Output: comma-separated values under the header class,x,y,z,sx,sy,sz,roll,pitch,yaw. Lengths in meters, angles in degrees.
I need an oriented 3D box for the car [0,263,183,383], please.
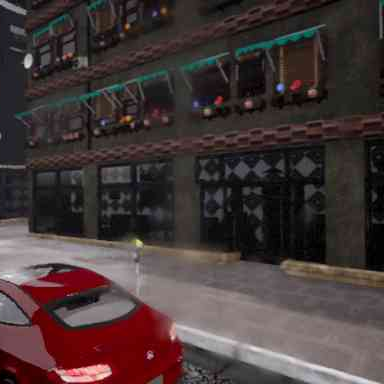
class,x,y,z,sx,sy,sz,roll,pitch,yaw
car,-2.038,1.583,4.187,4.206,1.307,1.802,0,-1,36
